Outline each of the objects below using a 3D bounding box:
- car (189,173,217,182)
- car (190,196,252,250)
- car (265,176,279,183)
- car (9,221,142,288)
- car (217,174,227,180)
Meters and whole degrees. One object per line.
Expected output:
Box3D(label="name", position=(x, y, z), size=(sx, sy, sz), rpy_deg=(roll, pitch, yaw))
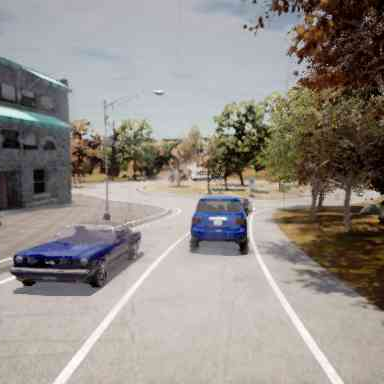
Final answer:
Box3D(label="car", position=(2.124, -3.408, 76.305), size=(5.566, 2.045, 2.150), rpy_deg=(-1, 6, -14))
Box3D(label="car", position=(1.253, 1.179, 14.398), size=(2.150, 2.045, 5.566), rpy_deg=(1, 0, 7))
Box3D(label="car", position=(18.057, -2.671, 72.488), size=(4.181, 1.385, 1.994), rpy_deg=(5, 7, 40))
Box3D(label="car", position=(-2.816, 1.532, 9.224), size=(1.895, 1.301, 4.718), rpy_deg=(1, 0, 5))
Box3D(label="car", position=(6.620, -3.836, 83.849), size=(2.128, 1.511, 4.902), rpy_deg=(-5, 8, -43))
